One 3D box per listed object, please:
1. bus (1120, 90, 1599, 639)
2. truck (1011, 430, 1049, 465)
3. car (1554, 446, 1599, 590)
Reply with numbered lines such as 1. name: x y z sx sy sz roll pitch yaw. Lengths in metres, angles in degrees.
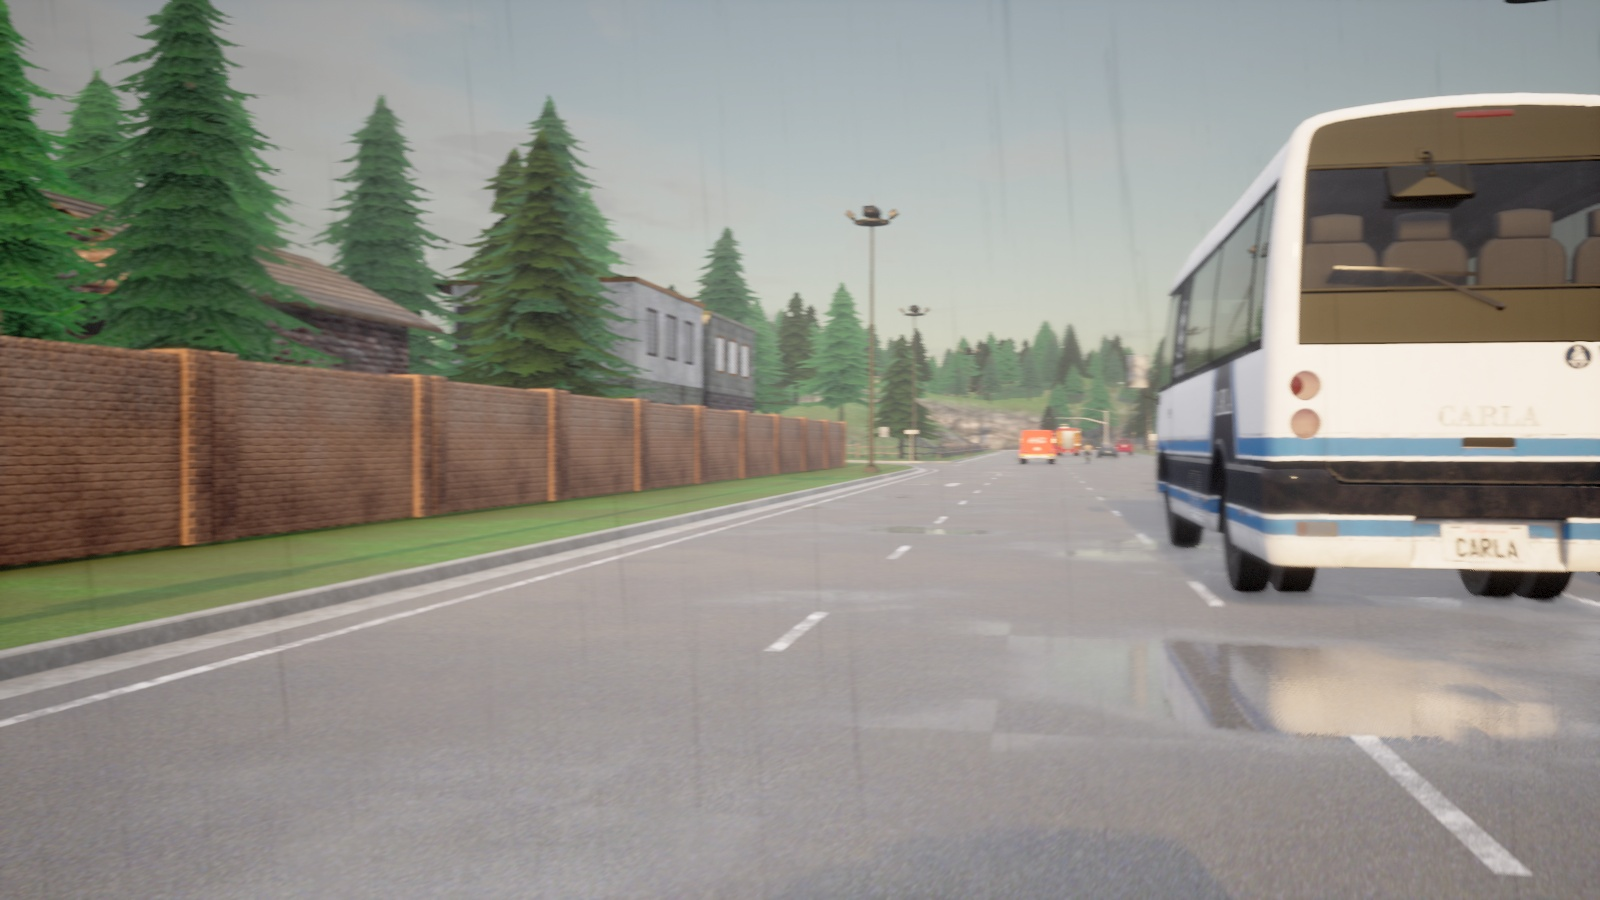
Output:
1. bus: 6.205 -0.690 14.950 3.944 4.253 10.273 0 0 10
2. truck: 16.732 -0.194 91.223 2.627 2.467 5.204 0 1 11
3. car: 9.141 0.718 11.618 2.163 1.488 4.792 0 0 10
